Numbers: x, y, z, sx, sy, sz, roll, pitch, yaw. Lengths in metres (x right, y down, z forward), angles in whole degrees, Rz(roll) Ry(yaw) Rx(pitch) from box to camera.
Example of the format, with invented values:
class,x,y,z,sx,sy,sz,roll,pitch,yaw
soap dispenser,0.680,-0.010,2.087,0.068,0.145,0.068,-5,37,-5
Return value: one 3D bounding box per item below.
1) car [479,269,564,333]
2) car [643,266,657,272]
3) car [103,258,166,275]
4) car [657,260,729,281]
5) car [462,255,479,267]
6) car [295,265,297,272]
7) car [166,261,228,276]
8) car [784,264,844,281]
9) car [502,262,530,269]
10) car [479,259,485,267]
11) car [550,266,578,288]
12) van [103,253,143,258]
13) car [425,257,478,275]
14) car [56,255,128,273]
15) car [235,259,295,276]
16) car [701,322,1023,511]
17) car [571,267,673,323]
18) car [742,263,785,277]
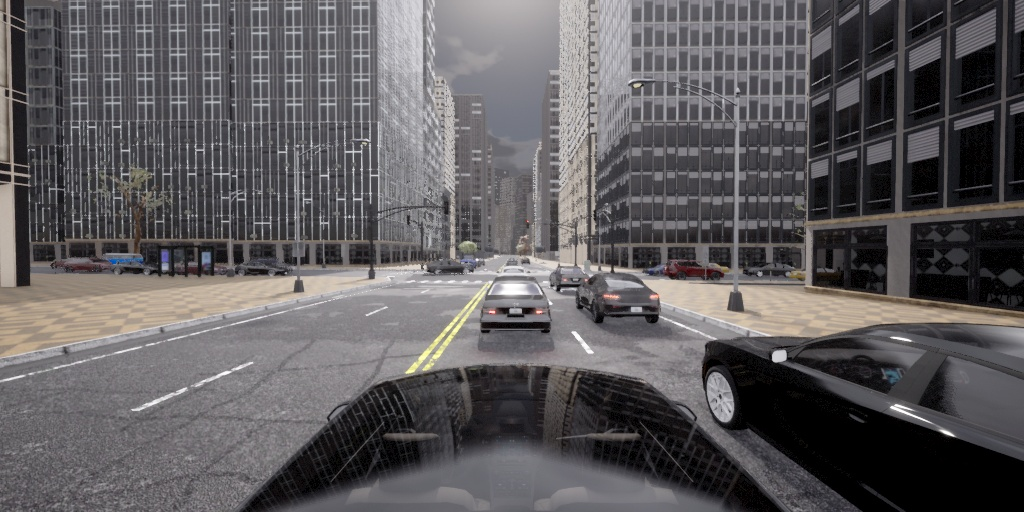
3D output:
class,x,y,z,sx,sy,sz,roll,pitch,yaw
car,0.094,1.293,10.660,2.033,1.411,5.357,0,0,0
car,16.696,1.410,37.940,5.357,1.411,2.033,0,1,1
car,-34.121,1.068,32.963,4.313,1.339,1.948,0,0,1
car,16.170,1.267,32.169,5.009,1.841,2.192,0,0,1
car,-6.639,0.933,53.890,2.150,2.045,5.566,0,0,0
car,-23.913,1.042,35.393,4.902,1.511,2.128,1,1,1
car,-28.440,1.136,32.794,4.207,1.307,1.802,0,0,1
car,27.618,1.577,31.982,4.829,1.417,1.751,0,0,1
car,0.086,1.265,20.251,1.812,1.442,4.674,0,0,0
car,-6.613,1.191,63.808,2.128,1.511,4.902,0,0,0
car,3.337,1.286,21.341,2.033,1.411,5.357,0,0,0
van,-45.319,0.603,41.615,3.998,1.789,1.690,0,0,1
car,-6.439,1.183,37.144,4.892,1.490,1.837,0,3,-22
car,-41.786,0.914,35.754,4.674,1.442,1.812,0,1,1
car,-22.756,1.172,32.666,4.313,1.339,1.948,0,0,1
car,3.344,1.227,2.584,1.882,1.535,5.008,0,0,0
car,3.344,1.271,11.930,1.812,1.442,4.674,0,0,0
car,27.012,1.458,37.769,4.892,1.490,1.837,1,1,1
